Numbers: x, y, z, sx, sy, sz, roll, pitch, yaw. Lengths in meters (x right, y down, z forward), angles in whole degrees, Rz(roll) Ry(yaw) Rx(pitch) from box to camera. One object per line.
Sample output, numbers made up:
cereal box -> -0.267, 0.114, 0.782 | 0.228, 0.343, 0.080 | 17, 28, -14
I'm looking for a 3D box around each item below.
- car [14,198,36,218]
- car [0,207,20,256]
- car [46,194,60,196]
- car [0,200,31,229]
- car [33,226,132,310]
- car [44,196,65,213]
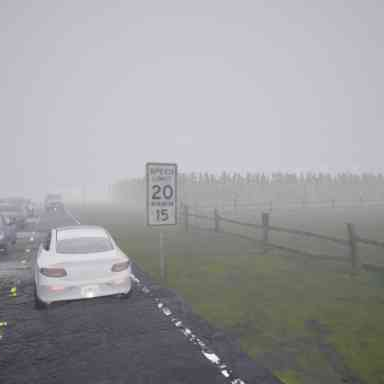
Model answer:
car -> -15.427, 1.358, 30.191 | 2.097, 1.767, 4.553 | 0, 0, -23
car -> -7.951, 1.529, 12.886 | 1.812, 1.442, 4.674 | 0, 0, -24
car -> -19.007, 1.227, 45.555 | 2.150, 2.045, 5.566 | 0, 0, -23
car -> -11.534, 1.509, 21.156 | 1.837, 1.490, 4.892 | 0, 0, -23
car -> -2.683, 1.528, 7.890 | 1.812, 1.442, 4.674 | 0, 0, -23
car -> -14.990, 1.510, 36.425 | 1.837, 1.490, 4.892 | 0, 0, -23
